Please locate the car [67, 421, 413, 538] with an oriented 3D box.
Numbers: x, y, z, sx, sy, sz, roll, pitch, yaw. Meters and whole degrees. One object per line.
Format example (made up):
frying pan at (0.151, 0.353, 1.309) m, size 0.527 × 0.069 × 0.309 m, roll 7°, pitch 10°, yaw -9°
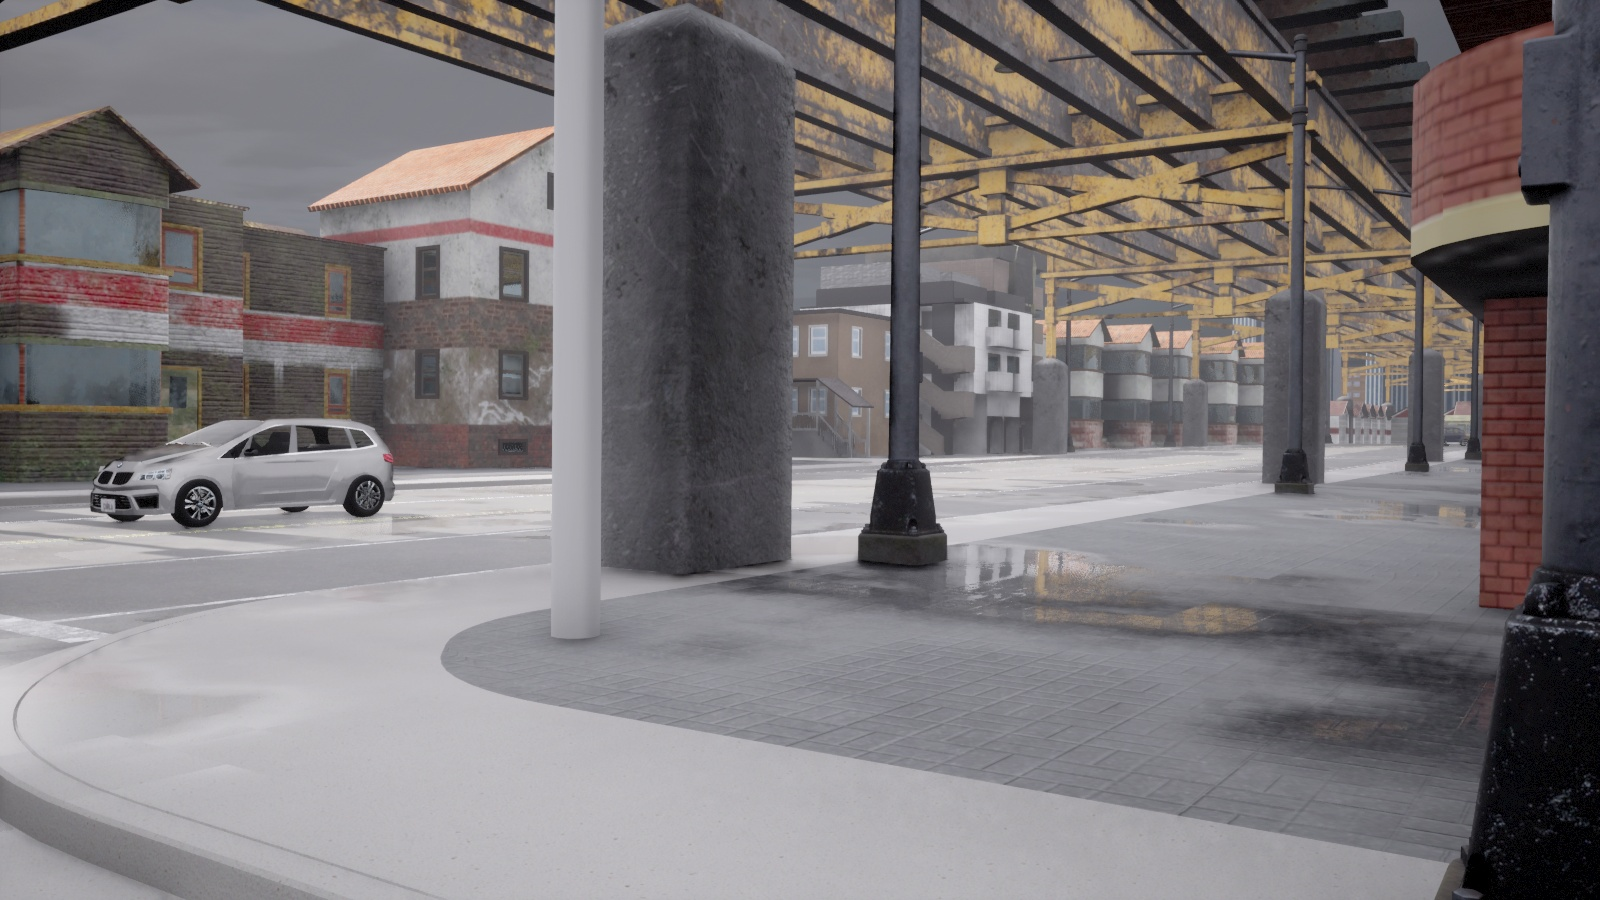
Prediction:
car at (-8.884, 0.379, 20.320) m, size 2.242 × 1.667 × 4.611 m, roll 0°, pitch 1°, yaw 34°
